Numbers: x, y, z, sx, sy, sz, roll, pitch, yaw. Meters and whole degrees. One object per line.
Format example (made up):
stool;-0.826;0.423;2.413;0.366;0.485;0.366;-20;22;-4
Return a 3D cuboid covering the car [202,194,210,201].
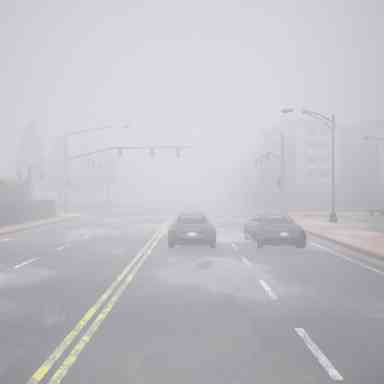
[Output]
car;3.500;1.361;84.714;2.128;1.511;4.902;0;0;0

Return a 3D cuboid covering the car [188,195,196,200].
car;0.000;1.390;84.700;1.994;1.385;4.181;0;0;0

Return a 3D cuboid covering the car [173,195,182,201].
car;-3.500;1.495;81.275;1.812;1.442;4.674;0;0;0

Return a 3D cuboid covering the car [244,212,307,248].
car;3.500;1.571;14.650;1.994;1.385;4.181;0;0;0

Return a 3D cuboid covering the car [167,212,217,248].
car;0.000;1.570;14.650;1.994;1.385;4.181;0;0;0
